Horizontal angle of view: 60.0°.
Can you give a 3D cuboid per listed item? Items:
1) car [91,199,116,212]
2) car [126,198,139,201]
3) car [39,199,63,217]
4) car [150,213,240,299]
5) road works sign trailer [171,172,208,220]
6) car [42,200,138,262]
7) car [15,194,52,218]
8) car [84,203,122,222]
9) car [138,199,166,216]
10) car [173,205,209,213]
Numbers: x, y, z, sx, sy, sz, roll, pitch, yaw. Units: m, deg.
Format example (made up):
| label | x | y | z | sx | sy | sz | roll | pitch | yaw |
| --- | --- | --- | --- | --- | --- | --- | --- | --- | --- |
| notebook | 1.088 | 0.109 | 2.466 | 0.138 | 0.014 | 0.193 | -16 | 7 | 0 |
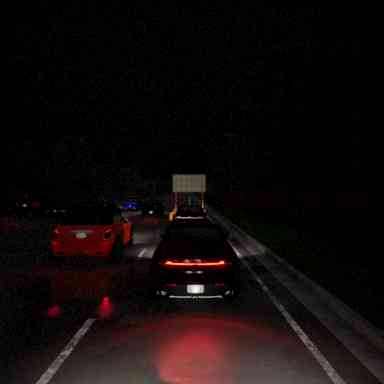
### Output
| label | x | y | z | sx | sy | sz | roll | pitch | yaw |
| --- | --- | --- | --- | --- | --- | --- | --- | --- | --- |
| car | -10.731 | 1.601 | 40.592 | 1.895 | 1.301 | 4.718 | 0 | 0 | 0 |
| car | -7.234 | 1.478 | 41.005 | 1.882 | 1.535 | 5.008 | 0 | 0 | -1 |
| car | -10.627 | 1.547 | 28.317 | 2.033 | 1.411 | 5.357 | 0 | 0 | 0 |
| car | 0.047 | 1.505 | 8.439 | 1.837 | 1.490 | 4.892 | 0 | 0 | 0 |
| road works sign trailer | -0.186 | 0.464 | 22.698 | 2.380 | 3.560 | 2.880 | 0 | 0 | -3 |
| car | -3.473 | 1.354 | 12.362 | 2.097 | 1.767 | 4.553 | 0 | 0 | -2 |
| car | -14.147 | 1.223 | 30.840 | 2.150 | 2.045 | 5.566 | 0 | 0 | 0 |
| car | -7.110 | 1.600 | 27.052 | 1.895 | 1.301 | 4.718 | 0 | 0 | -1 |
| car | -3.654 | 1.506 | 32.000 | 1.837 | 1.490 | 4.892 | 0 | 0 | -1 |
| car | -0.069 | 1.488 | 18.828 | 2.128 | 1.511 | 4.902 | 0 | 0 | 1 |
